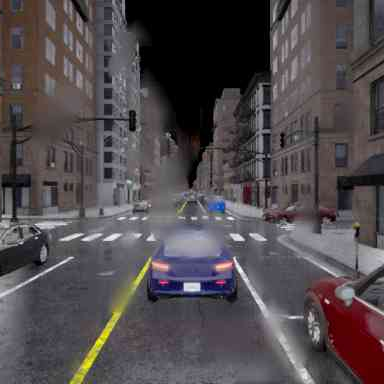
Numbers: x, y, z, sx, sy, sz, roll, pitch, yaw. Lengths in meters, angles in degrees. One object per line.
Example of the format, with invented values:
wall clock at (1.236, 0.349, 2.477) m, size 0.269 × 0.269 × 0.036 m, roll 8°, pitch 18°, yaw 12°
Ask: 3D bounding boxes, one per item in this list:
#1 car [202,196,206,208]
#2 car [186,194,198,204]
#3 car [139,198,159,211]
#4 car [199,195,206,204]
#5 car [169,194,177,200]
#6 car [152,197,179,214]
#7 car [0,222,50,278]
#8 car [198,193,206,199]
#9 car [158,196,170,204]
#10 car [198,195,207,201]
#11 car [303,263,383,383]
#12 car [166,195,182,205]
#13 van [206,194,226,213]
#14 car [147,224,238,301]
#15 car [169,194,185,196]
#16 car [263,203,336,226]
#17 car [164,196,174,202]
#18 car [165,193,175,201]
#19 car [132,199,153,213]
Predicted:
car at (2.691, 1.579, 47.432) m, size 1.802 × 1.307 × 4.206 m, roll 0°, pitch 0°, yaw 0°
car at (0.126, 1.535, 65.820) m, size 2.033 × 1.411 × 5.357 m, roll 0°, pitch 0°, yaw 0°
car at (-5.341, 1.542, 41.752) m, size 1.887 × 1.381 × 4.507 m, roll 0°, pitch 0°, yaw 0°
car at (2.704, 1.575, 58.795) m, size 1.802 × 1.307 × 4.206 m, roll 0°, pitch 0°, yaw 0°
car at (-5.282, 1.408, 92.889) m, size 1.967 × 1.590 × 4.097 m, roll 0°, pitch 0°, yaw 0°
car at (-2.809, 1.562, 35.963) m, size 1.994 × 1.385 × 4.181 m, roll 0°, pitch 0°, yaw 0°
car at (-5.378, 1.551, 8.989) m, size 2.008 × 1.369 × 4.403 m, roll 0°, pitch 0°, yaw 0°
car at (2.711, 1.304, 64.477) m, size 2.192 × 1.841 × 5.009 m, roll 0°, pitch 0°, yaw 0°
car at (-5.314, 1.555, 64.480) m, size 1.947 × 1.339 × 4.313 m, roll 0°, pitch 0°, yaw 0°
car at (2.737, 1.522, 87.201) m, size 2.008 × 1.369 × 4.403 m, roll 0°, pitch 0°, yaw 0°
car at (2.640, 1.440, 3.470) m, size 1.967 × 1.590 × 4.097 m, roll 0°, pitch 0°, yaw 0°
car at (-2.797, 1.502, 46.091) m, size 1.837 × 1.490 × 4.892 m, roll 0°, pitch 0°, yaw 0°
van at (2.678, 1.339, 36.070) m, size 1.690 × 1.788 × 3.998 m, roll 0°, pitch 0°, yaw 0°
car at (0.013, 1.526, 8.220) m, size 1.812 × 1.442 × 4.674 m, roll 0°, pitch 0°, yaw 0°
car at (-2.767, 1.557, 57.800) m, size 1.994 × 1.385 × 4.181 m, roll 0°, pitch 0°, yaw 0°
car at (7.478, 1.530, 23.296) m, size 5.008 × 1.535 × 1.882 m, roll 1°, pitch 0°, yaw -9°
car at (-5.302, 1.546, 75.844) m, size 1.947 × 1.339 × 4.313 m, roll 0°, pitch 0°, yaw 0°
car at (-5.295, 1.291, 81.525) m, size 2.192 × 1.841 × 5.009 m, roll 0°, pitch 0°, yaw 0°
car at (-5.348, 1.549, 36.071) m, size 2.008 × 1.369 × 4.403 m, roll 0°, pitch 0°, yaw 0°
